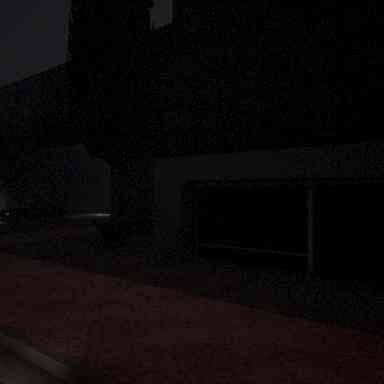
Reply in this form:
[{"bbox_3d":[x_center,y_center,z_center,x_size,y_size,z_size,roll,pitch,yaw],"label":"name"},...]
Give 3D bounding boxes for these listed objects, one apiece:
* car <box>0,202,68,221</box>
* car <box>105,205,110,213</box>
[{"bbox_3d":[-13.096,1.547,27.632,2.033,1.411,5.357,0,0,36],"label":"car"},{"bbox_3d":[-7.205,1.526,35.806,1.812,1.442,4.674,0,0,35],"label":"car"}]
